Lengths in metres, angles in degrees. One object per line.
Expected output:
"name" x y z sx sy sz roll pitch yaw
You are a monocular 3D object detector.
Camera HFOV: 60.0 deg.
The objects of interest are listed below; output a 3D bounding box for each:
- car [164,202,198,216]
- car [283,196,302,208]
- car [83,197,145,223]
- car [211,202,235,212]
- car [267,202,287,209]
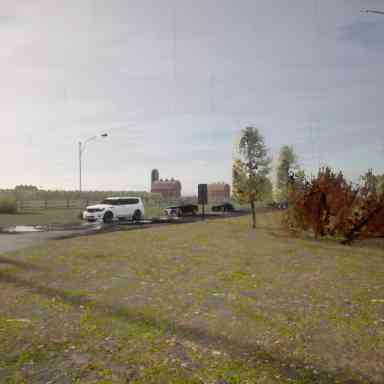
"car" -1.116 1.818 36.708 2.128 1.511 4.902 -1 -1 32
"car" 18.684 1.784 61.684 2.150 2.045 5.566 -1 -1 31
"car" -6.442 1.453 28.188 2.150 2.045 5.566 -1 -1 34
"car" 4.216 1.987 45.228 1.994 1.385 4.181 -1 -1 32
"car" 13.457 1.966 53.157 1.837 1.490 4.892 -1 -1 32
